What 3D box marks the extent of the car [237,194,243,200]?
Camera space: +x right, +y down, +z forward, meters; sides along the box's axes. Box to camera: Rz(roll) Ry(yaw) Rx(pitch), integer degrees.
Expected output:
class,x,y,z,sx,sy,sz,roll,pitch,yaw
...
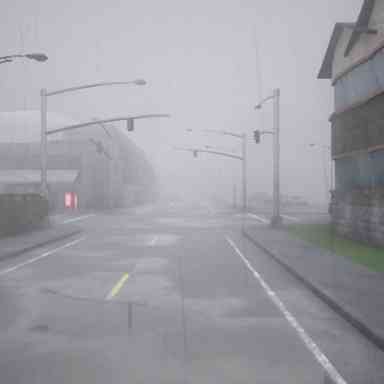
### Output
class,x,y,z,sx,sy,sz,roll,pitch,yaw
car,13.886,1.387,88.356,3.633,1.501,1.845,0,0,0

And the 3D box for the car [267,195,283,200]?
class,x,y,z,sx,sy,sz,roll,pitch,yaw
car,21.307,1.398,85.377,3.806,1.475,1.970,0,0,0

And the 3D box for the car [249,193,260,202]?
class,x,y,z,sx,sy,sz,roll,pitch,yaw
car,14.164,1.090,66.867,3.866,1.878,1.905,0,0,0

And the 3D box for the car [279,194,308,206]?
class,x,y,z,sx,sy,sz,roll,pitch,yaw
car,14.489,1.245,47.655,3.806,1.475,1.970,0,0,0

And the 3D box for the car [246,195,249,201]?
class,x,y,z,sx,sy,sz,roll,pitch,yaw
car,13.751,1.111,69.772,4.605,1.855,1.932,0,0,0

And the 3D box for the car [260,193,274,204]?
class,x,y,z,sx,sy,sz,roll,pitch,yaw
car,14.165,1.167,54.072,5.027,1.636,2.152,0,0,0

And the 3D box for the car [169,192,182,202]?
class,x,y,z,sx,sy,sz,roll,pitch,yaw
car,-3.500,1.216,73.391,2.150,2.045,5.566,0,0,0

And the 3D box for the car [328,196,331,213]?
class,x,y,z,sx,sy,sz,roll,pitch,yaw
car,12.821,1.261,25.094,4.902,1.511,2.128,0,0,0

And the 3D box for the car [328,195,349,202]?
class,x,y,z,sx,sy,sz,roll,pitch,yaw
car,32.300,1.333,73.385,3.633,1.501,1.845,0,0,0

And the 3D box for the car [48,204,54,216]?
class,x,y,z,sx,sy,sz,roll,pitch,yaw
car,-12.935,1.108,25.161,4.553,1.767,2.097,0,0,0
